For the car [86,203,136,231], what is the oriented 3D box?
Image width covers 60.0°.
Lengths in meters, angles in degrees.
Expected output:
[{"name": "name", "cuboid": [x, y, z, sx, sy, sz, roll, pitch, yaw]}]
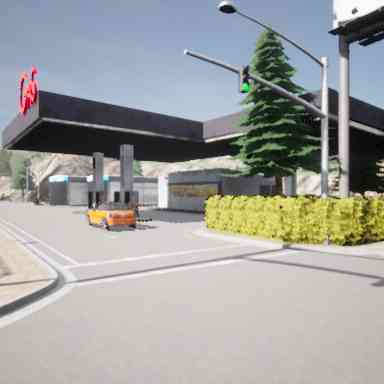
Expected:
[{"name": "car", "cuboid": [-5.598, 1.530, 22.727, 2.097, 1.767, 4.553, 0, 0, -35]}]
